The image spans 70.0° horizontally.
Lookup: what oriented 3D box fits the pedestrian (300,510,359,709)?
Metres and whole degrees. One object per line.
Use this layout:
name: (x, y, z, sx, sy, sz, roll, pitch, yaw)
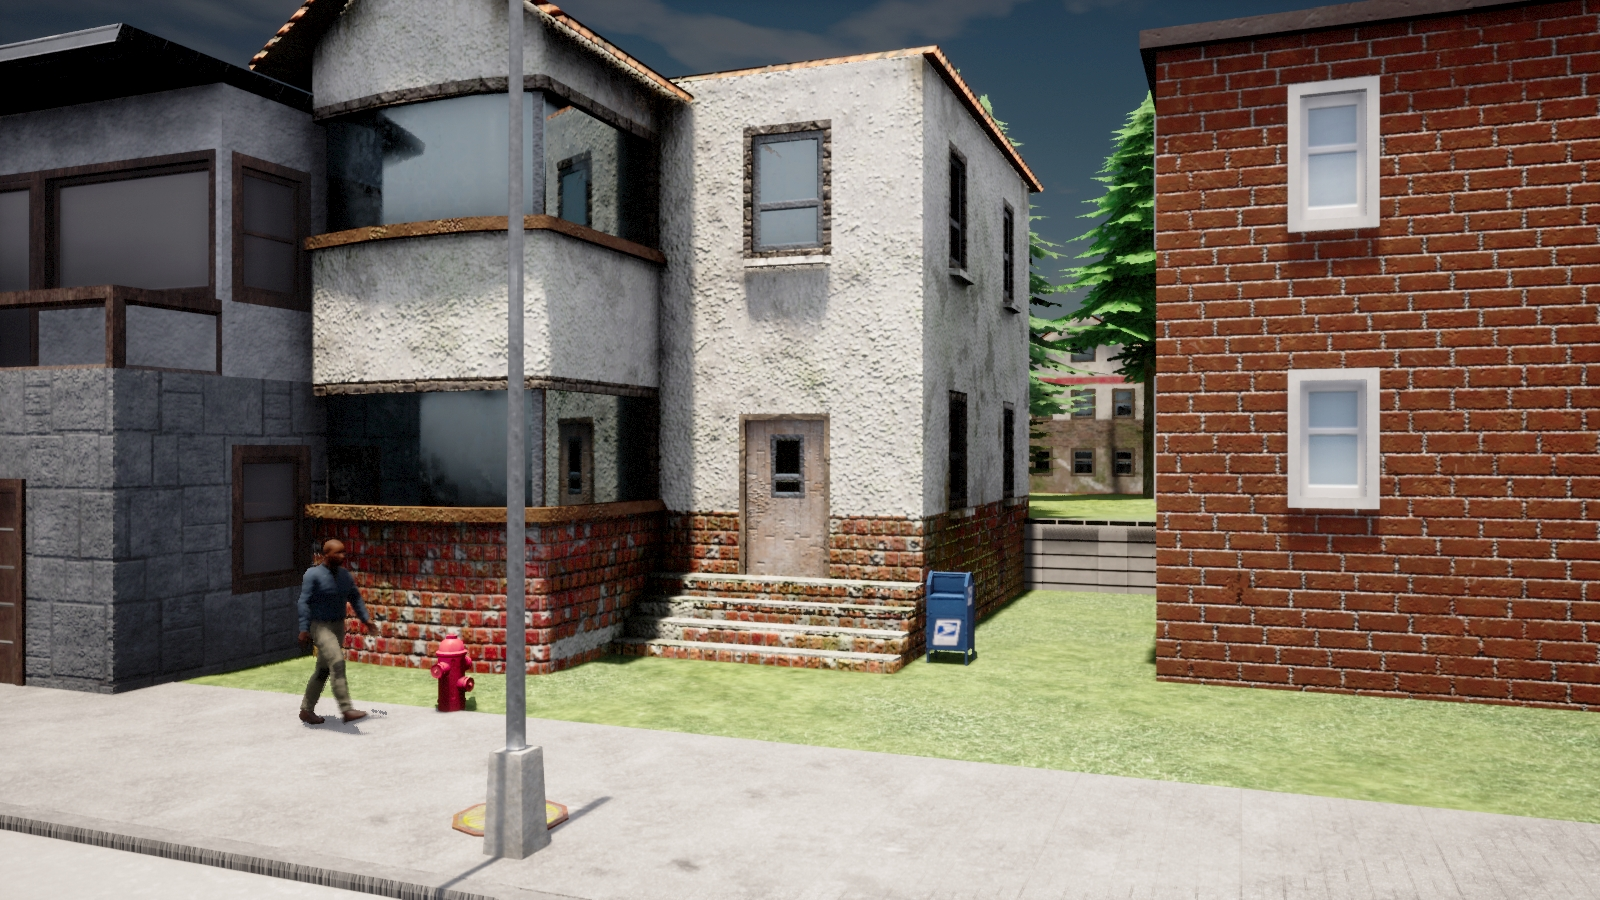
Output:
pedestrian: (-4.556, 1.524, 11.064, 0.375, 1.860, 0.375, 0, 0, 26)
